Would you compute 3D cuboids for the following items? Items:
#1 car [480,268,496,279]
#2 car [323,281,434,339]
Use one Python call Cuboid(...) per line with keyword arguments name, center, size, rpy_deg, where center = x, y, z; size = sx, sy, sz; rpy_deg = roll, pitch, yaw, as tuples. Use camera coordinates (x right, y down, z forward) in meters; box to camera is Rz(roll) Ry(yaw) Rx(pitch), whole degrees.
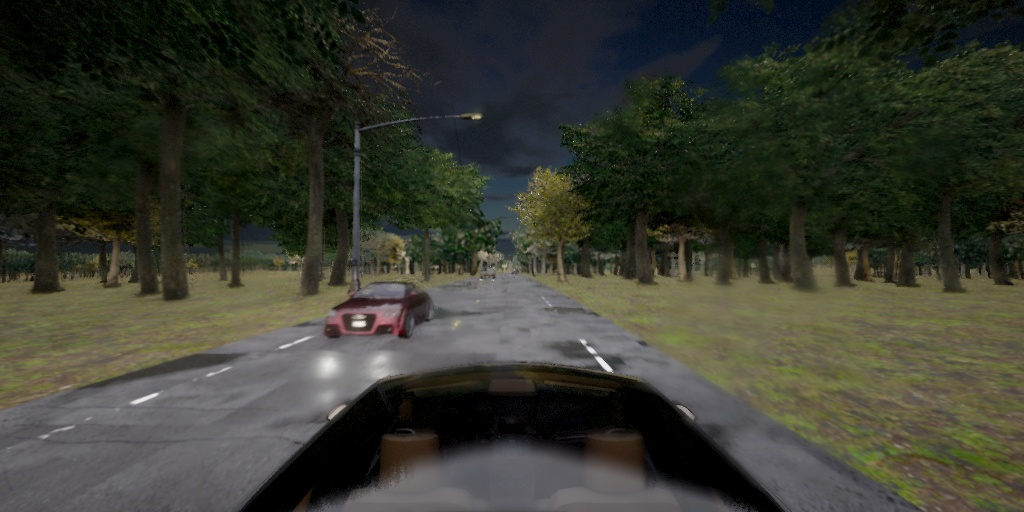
Cuboid(name="car", center=(-3.543, 2.529, 53.572), size=(2.097, 1.767, 4.553), rpy_deg=(0, -2, 1))
Cuboid(name="car", center=(-3.598, 1.445, 10.424), size=(1.994, 1.385, 4.181), rpy_deg=(0, -1, 0))
